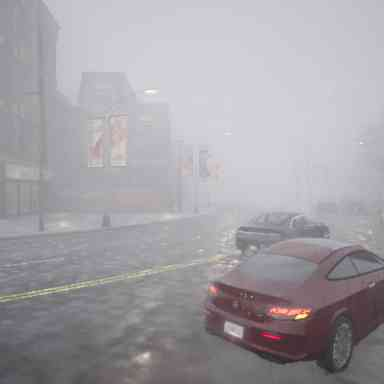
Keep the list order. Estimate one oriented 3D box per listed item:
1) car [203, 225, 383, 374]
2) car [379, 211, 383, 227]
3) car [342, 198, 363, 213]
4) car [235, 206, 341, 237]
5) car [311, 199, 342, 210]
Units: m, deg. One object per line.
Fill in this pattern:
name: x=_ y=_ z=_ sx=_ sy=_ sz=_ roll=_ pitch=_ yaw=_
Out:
car: x=2.216 y=1.523 z=5.640 sx=4.674 sy=1.442 sz=1.812 roll=0 pitch=0 yaw=-42
car: x=12.245 y=1.449 z=19.720 sx=1.801 sy=1.575 sz=5.366 roll=0 pitch=0 yaw=27
car: x=17.265 y=1.487 z=36.771 sx=1.837 sy=1.490 sz=4.892 roll=0 pitch=0 yaw=8
car: x=3.427 y=1.484 z=12.028 sx=2.128 sy=1.511 sz=4.902 roll=0 pitch=0 yaw=40
car: x=13.261 y=1.460 z=33.560 sx=1.882 sy=1.535 sz=5.008 roll=0 pitch=0 yaw=12
